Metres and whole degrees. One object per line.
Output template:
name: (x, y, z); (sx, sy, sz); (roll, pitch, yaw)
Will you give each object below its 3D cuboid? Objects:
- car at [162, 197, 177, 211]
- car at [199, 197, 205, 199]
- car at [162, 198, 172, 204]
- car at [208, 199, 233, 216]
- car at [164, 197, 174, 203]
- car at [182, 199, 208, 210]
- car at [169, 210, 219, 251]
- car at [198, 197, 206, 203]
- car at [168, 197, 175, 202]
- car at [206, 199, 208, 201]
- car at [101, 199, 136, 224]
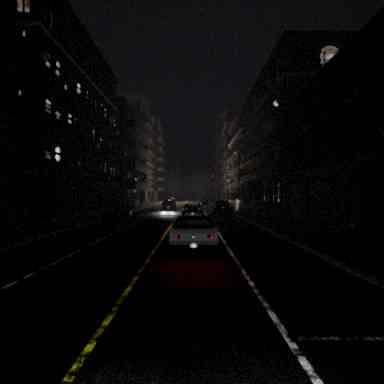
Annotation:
car: (-3.108, 1.787, 45.804); (2.128, 1.511, 4.902); (0, 0, 0)
car: (2.667, 1.938, 60.241); (2.008, 1.369, 4.403); (0, 0, 0)
car: (-5.720, 2.044, 77.150); (2.008, 1.369, 4.403); (0, 0, 0)
car: (3.097, 1.582, 35.393); (2.097, 1.767, 4.553); (0, 0, 0)
car: (-5.723, 2.079, 82.787); (2.008, 1.369, 4.403); (0, 0, 0)
car: (0.071, 1.694, 31.148); (2.128, 1.511, 4.902); (0, 0, 0)
car: (0.074, 1.696, 14.470); (1.895, 1.301, 4.718); (0, 0, 0)
car: (2.656, 2.129, 88.422); (1.947, 1.339, 4.313); (0, 0, 0)
car: (-5.727, 2.143, 94.059); (1.887, 1.381, 4.507); (0, 0, 0)
car: (3.095, 1.626, 42.393); (2.097, 1.767, 4.553); (0, 0, 0)
car: (-5.699, 1.487, 26.427); (2.192, 1.841, 5.009); (0, 0, 0)
